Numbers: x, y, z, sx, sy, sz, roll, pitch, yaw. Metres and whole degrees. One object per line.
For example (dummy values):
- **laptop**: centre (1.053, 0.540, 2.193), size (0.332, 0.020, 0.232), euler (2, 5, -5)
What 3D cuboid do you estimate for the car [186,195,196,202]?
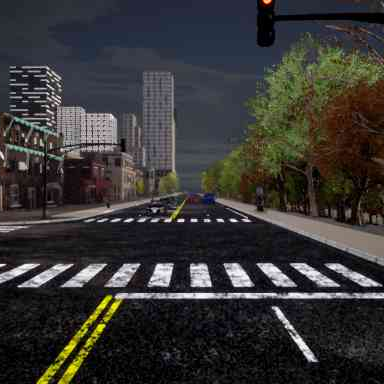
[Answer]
- **car**: centre (-0.189, 1.509, 74.473), size (2.033, 1.411, 5.357), euler (0, 0, 0)

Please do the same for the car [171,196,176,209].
- **car**: centre (-3.449, 1.490, 43.032), size (1.837, 1.490, 4.892), euler (0, 0, 0)

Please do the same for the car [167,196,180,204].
- **car**: centre (-3.456, 1.467, 63.562), size (2.128, 1.511, 4.902), euler (0, 0, 1)

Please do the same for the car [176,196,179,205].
- **car**: centre (-3.467, 1.485, 53.172), size (1.837, 1.490, 4.892), euler (0, 0, 0)

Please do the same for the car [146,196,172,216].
- **car**: centre (-3.429, 1.481, 32.982), size (2.128, 1.511, 4.902), euler (0, 0, 0)

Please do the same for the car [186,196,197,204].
- **car**: centre (-0.059, 1.539, 64.485), size (1.994, 1.385, 4.181), euler (0, 0, -1)

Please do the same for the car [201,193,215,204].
- **car**: centre (3.187, 1.199, 63.529), size (2.150, 2.045, 5.566), euler (0, 0, 0)

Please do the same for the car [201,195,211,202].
- **car**: centre (3.057, 1.447, 74.409), size (1.882, 1.535, 5.008), euler (0, 0, 0)
